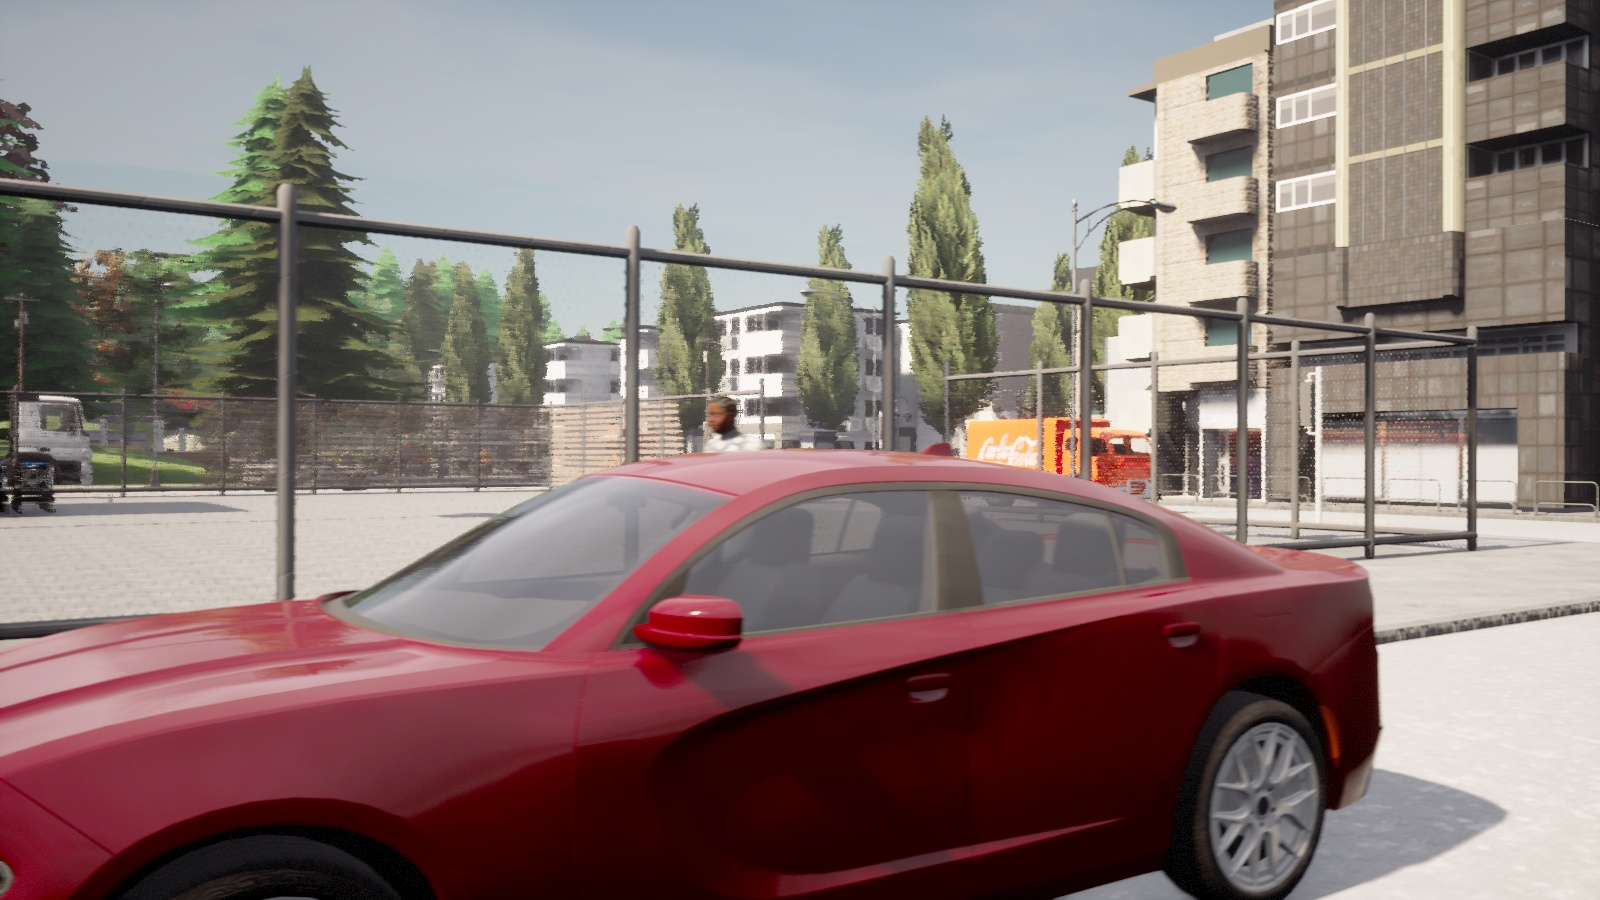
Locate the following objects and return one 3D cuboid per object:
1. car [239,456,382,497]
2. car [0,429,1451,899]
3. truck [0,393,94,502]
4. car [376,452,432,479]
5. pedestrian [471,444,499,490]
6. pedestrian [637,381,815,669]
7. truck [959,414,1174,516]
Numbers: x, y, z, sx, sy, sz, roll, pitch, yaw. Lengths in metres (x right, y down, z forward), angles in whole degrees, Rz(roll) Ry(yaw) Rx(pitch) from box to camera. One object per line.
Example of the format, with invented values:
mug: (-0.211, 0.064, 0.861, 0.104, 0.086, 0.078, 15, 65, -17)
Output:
car: (-18.198, 0.942, 46.787, 4.674, 1.442, 1.812, 0, 0, -35)
car: (-0.208, 0.736, 4.074, 5.008, 1.535, 1.882, 0, 0, -33)
truck: (-27.416, -0.082, 40.405, 7.936, 3.462, 2.891, 0, 0, -35)
car: (-25.127, 0.961, 79.505, 2.033, 1.649, 4.856, 0, 0, -35)
pedestrian: (-12.925, 0.699, 51.539, 0.874, 1.855, 0.900, 0, 0, -35)
pedestrian: (-0.519, 0.484, 8.704, 0.900, 1.855, 0.874, 0, 0, -36)
truck: (6.941, 0.364, 33.326, 2.627, 2.467, 5.204, 0, 0, -34)
